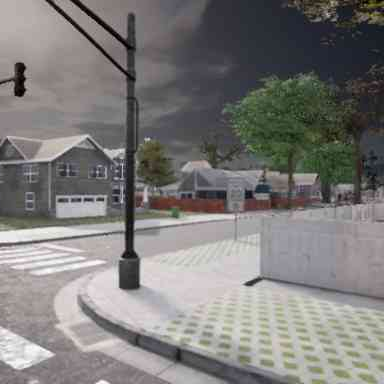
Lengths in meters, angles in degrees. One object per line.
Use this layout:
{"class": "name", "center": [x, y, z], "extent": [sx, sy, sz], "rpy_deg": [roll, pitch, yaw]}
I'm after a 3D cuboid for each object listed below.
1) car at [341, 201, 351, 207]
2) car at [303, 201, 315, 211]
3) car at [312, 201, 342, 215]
{"class": "car", "center": [22.826, 2.182, 50.393], "extent": [1.837, 1.490, 4.892], "rpy_deg": [1, 0, 34]}
{"class": "car", "center": [17.261, 2.071, 47.137], "extent": [2.128, 1.511, 4.902], "rpy_deg": [1, 0, 34]}
{"class": "car", "center": [17.118, 2.160, 41.977], "extent": [1.895, 1.301, 4.718], "rpy_deg": [1, 0, 35]}
